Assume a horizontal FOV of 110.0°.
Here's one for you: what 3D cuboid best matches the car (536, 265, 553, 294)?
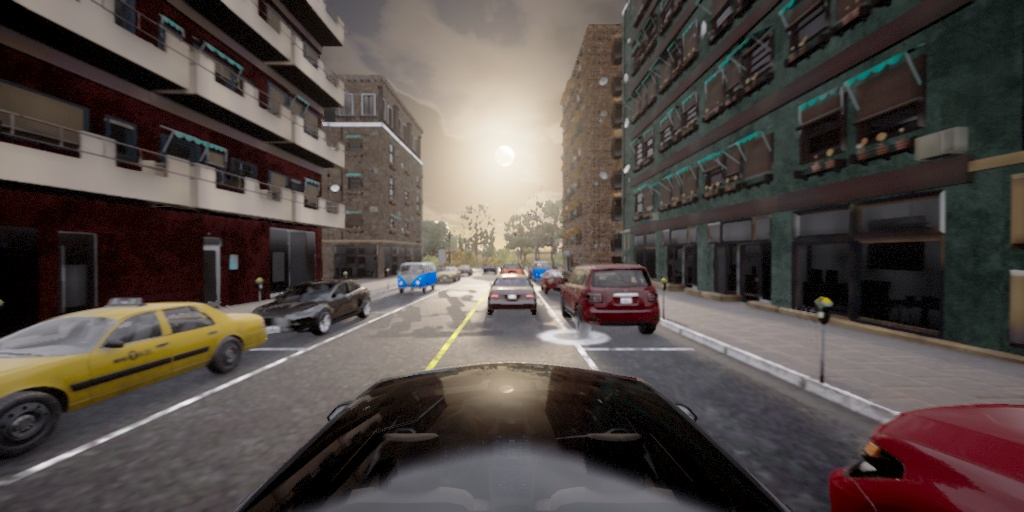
[{"bbox_3d":[2.700,1.484,21.823,1.888,1.381,4.507,0,0,0],"label":"car"}]

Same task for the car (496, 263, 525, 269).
[{"bbox_3d":[0.034,1.368,30.253,2.097,1.767,4.553,0,-1,0],"label":"car"}]

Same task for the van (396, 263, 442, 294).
[{"bbox_3d":[-5.680,1.279,21.779,1.690,1.789,3.998,0,0,0],"label":"van"}]

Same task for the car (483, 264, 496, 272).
[{"bbox_3d":[-2.988,1.795,49.645,1.895,1.301,4.718,0,-1,0],"label":"car"}]

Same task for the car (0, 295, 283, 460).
[{"bbox_3d":[-5.690,1.309,5.038,1.751,1.417,4.829,0,0,0],"label":"car"}]

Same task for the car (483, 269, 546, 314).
[{"bbox_3d":[0.014,1.417,14.347,2.033,1.411,5.357,0,-1,0],"label":"car"}]

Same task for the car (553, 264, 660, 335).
[{"bbox_3d":[2.694,1.150,10.775,2.192,1.841,5.009,0,0,0],"label":"car"}]

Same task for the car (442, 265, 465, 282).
[{"bbox_3d":[-5.674,1.566,32.657,1.751,1.417,4.829,0,0,0],"label":"car"}]

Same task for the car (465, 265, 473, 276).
[{"bbox_3d":[-5.765,1.724,43.869,1.802,1.307,4.207,0,0,0],"label":"car"}]

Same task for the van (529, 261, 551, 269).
[{"bbox_3d":[2.706,1.382,32.871,1.690,1.789,3.998,0,0,0],"label":"van"}]

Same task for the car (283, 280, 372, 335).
[{"bbox_3d":[-5.686,1.401,10.731,1.948,1.339,4.313,0,0,0],"label":"car"}]
